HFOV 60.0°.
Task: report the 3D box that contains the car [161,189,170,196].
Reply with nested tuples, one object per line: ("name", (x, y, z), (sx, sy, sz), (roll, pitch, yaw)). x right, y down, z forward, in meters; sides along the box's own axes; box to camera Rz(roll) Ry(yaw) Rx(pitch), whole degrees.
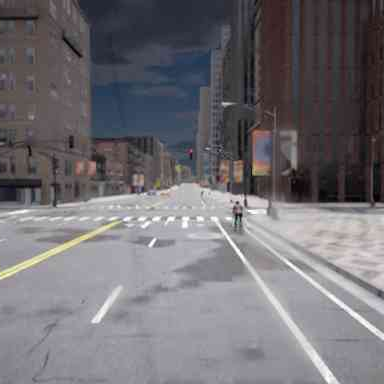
("car", (-6.472, 0.160, 80.137), (1.882, 1.535, 5.008), (0, 1, 0))

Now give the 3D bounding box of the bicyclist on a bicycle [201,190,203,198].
("bicyclist on a bicycle", (2.277, 0.501, 74.743), (0.659, 1.776, 1.843), (0, 1, 0))

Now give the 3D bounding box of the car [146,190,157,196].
("car", (-9.722, 0.207, 80.139), (1.812, 1.442, 4.674), (0, 1, 0))

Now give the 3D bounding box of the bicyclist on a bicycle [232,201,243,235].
("bicyclist on a bicycle", (2.257, 1.251, 16.290), (0.582, 1.620, 1.656), (0, 0, 0))
